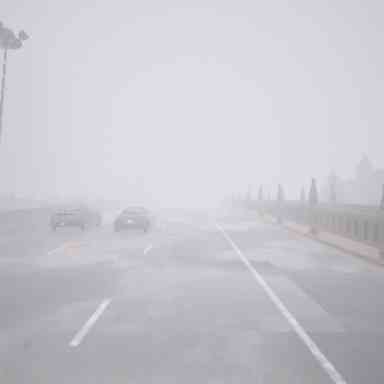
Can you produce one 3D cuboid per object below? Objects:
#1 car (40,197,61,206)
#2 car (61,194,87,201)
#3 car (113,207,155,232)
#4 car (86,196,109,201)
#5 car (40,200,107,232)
[{"bbox_3d":[-21.043,1.479,50.234,2.097,1.767,4.553,0,-2,0],"label":"car"},{"bbox_3d":[-17.538,1.367,50.997,2.150,2.045,5.566,0,-1,1],"label":"car"},{"bbox_3d":[-3.397,1.577,20.176,1.994,1.385,4.181,0,0,0],"label":"car"},{"bbox_3d":[-14.041,1.497,50.856,2.097,1.767,4.553,0,-2,0],"label":"car"},{"bbox_3d":[-6.897,1.504,20.212,2.128,1.511,4.902,0,0,0],"label":"car"}]
